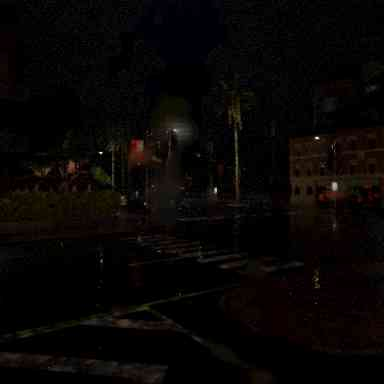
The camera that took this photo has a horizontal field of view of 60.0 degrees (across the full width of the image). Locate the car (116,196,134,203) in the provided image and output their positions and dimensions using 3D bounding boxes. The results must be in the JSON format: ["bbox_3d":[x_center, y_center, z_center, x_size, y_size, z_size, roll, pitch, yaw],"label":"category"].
[{"bbox_3d":[-13.861,1.504,68.716,1.812,1.442,4.674,0,0,-39],"label":"car"}]

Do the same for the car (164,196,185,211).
[{"bbox_3d":[-2.729,1.339,40.928,2.097,1.767,4.553,0,0,-35],"label":"car"}]

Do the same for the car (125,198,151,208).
[{"bbox_3d":[-7.898,1.587,48.287,1.895,1.301,4.718,0,0,-35],"label":"car"}]

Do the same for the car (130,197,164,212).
[{"bbox_3d":[-5.563,1.341,38.868,2.097,1.767,4.553,0,0,-35],"label":"car"}]
